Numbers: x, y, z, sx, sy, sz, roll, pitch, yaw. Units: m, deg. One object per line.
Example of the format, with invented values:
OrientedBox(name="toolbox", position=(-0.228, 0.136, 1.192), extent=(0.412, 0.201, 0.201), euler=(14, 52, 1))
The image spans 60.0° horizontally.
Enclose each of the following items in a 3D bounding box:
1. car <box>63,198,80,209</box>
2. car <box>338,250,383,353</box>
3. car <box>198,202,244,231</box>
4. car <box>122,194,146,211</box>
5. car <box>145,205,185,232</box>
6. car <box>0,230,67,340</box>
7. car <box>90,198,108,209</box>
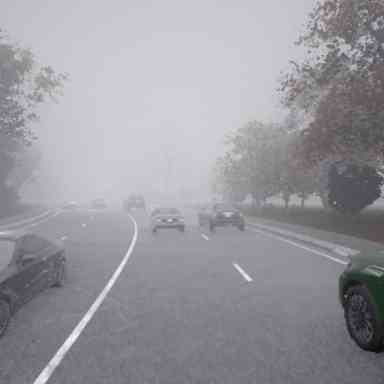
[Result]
OrientedBox(name="car", position=(-17.057, 1.615, 46.773), extent=(1.812, 1.442, 4.674), euler=(0, 0, -24))
OrientedBox(name="car", position=(3.486, 1.219, 3.028), extent=(2.150, 2.045, 5.566), euler=(0, 0, -1))
OrientedBox(name="car", position=(1.726, 1.386, 21.160), extent=(2.097, 1.767, 4.553), euler=(0, 0, -9))
OrientedBox(name="car", position=(-7.371, 1.303, 42.030), extent=(2.150, 2.045, 5.566), euler=(0, 0, -20))
OrientedBox(name="car", position=(-1.602, 1.585, 20.314), extent=(2.033, 1.411, 5.357), euler=(0, 0, -9))
OrientedBox(name="car", position=(-3.891, 1.545, 6.544), extent=(1.812, 1.442, 4.674), euler=(0, 0, -3))
OrientedBox(name="car", position=(-12.877, 1.594, 45.923), extent=(1.837, 1.490, 4.892), euler=(0, 0, -23))
